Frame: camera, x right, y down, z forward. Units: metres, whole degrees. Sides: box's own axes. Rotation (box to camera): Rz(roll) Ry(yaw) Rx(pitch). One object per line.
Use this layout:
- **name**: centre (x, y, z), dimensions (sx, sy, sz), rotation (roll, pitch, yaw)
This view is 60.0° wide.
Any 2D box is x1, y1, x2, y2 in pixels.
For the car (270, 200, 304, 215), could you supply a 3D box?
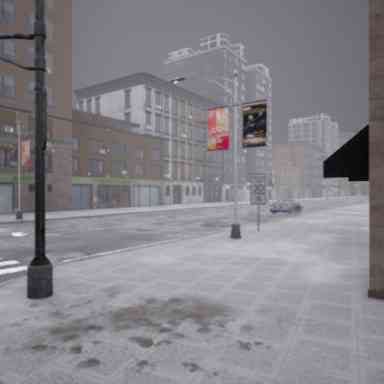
- **car**: centre (9.334, 1.437, 32.537), dimensions (2.033, 1.411, 5.357), rotation (0, 0, 35)
